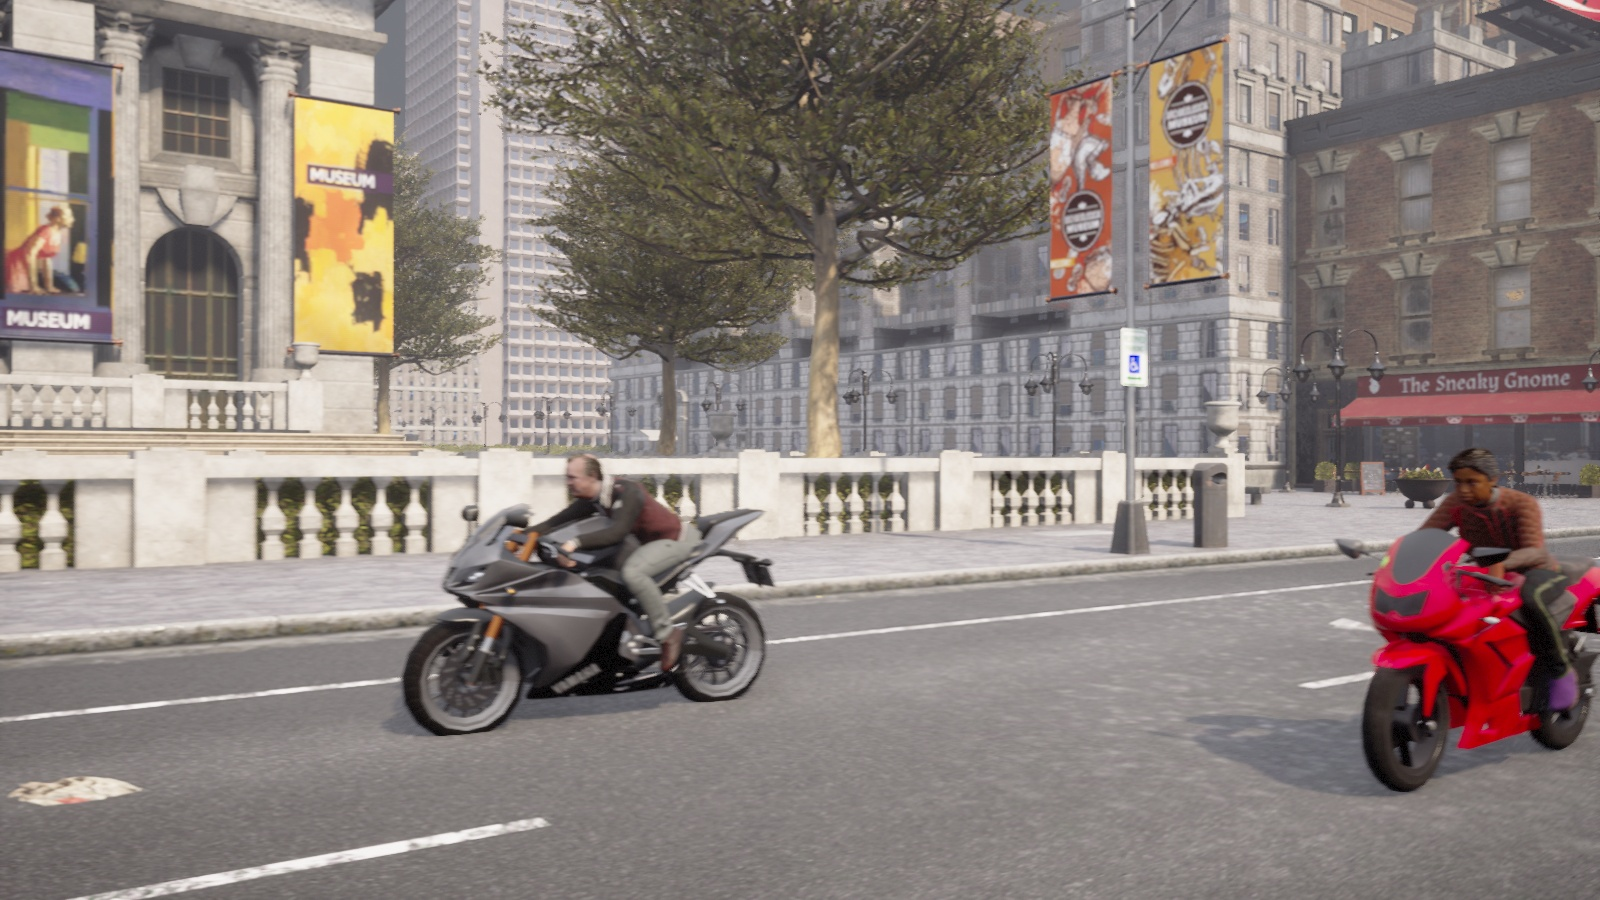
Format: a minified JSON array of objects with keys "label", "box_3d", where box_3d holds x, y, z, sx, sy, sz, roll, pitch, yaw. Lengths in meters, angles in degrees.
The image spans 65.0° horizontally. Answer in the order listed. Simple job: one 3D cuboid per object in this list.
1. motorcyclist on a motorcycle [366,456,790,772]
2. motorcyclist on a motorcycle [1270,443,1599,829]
[{"label":"motorcyclist on a motorcycle","box_3d":[-1.205,0.800,7.083,2.191,1.530,0.866,0,0,-35]},{"label":"motorcyclist on a motorcycle","box_3d":[3.169,0.735,5.864,2.044,1.523,0.797,0,0,-35]}]
